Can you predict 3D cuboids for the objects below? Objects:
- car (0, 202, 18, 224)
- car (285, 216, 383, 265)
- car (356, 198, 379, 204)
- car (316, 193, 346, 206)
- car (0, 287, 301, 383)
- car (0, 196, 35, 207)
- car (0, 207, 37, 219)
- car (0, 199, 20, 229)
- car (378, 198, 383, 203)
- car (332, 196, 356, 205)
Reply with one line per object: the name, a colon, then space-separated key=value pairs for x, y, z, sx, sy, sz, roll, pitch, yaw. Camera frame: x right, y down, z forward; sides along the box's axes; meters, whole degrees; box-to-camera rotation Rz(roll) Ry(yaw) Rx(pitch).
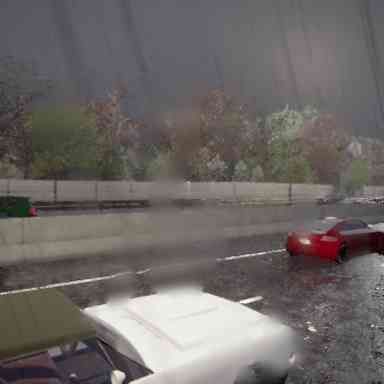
car: x=-15.109 y=1.489 z=23.278 sx=4.902 sy=1.511 sz=2.128 roll=0 pitch=0 yaw=-36
car: x=5.257 y=1.556 z=11.800 sx=4.181 sy=1.385 sz=1.994 roll=0 pitch=0 yaw=-36
car: x=23.229 y=1.484 z=42.046 sx=4.892 sy=1.490 sz=1.837 roll=-1 pitch=0 yaw=-35
car: x=20.613 y=1.203 z=48.755 sx=5.566 sy=2.045 sz=2.150 roll=0 pitch=0 yaw=-35
car: x=-1.201 y=1.600 z=2.888 sx=4.718 sy=1.301 sz=1.895 roll=0 pitch=0 yaw=-36
car: x=-11.180 y=1.220 z=17.517 sx=5.566 sy=2.045 sz=2.150 roll=0 pitch=0 yaw=-36
car: x=-9.160 y=1.562 z=14.658 sx=4.181 sy=1.385 sz=1.994 roll=0 pitch=0 yaw=-36
car: x=-13.247 y=1.352 z=20.339 sx=4.553 sy=1.767 sz=2.097 roll=0 pitch=0 yaw=-36
car: x=23.756 y=1.582 z=38.130 sx=4.718 sy=1.301 sz=1.895 roll=0 pitch=0 yaw=-35
car: x=21.425 y=1.545 z=45.047 sx=4.181 sy=1.385 sz=1.994 roll=0 pitch=0 yaw=-35
